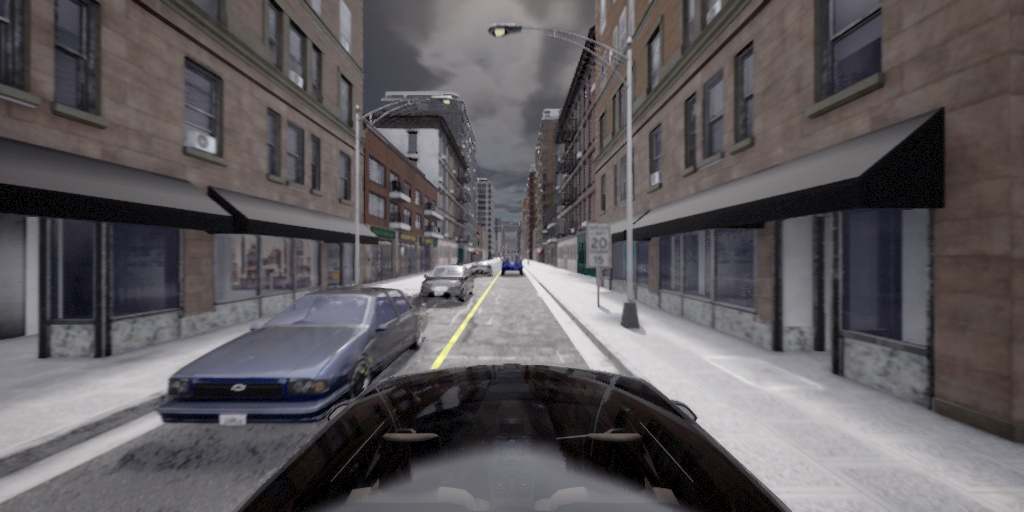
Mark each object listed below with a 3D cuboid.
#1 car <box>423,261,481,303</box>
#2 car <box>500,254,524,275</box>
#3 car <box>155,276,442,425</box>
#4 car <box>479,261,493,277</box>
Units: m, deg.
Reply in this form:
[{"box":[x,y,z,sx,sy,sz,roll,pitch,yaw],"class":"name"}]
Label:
[{"box":[-2.838,1.175,16.389,2.128,1.511,4.902,0,1,0],"class":"car"},{"box":[0.020,0.821,36.231,2.150,2.045,5.566,0,0,0],"class":"car"},{"box":[-2.854,1.278,6.334,2.033,1.411,5.357,0,0,0],"class":"car"},{"box":[-2.806,1.177,33.157,1.994,1.385,4.181,0,0,0],"class":"car"}]
